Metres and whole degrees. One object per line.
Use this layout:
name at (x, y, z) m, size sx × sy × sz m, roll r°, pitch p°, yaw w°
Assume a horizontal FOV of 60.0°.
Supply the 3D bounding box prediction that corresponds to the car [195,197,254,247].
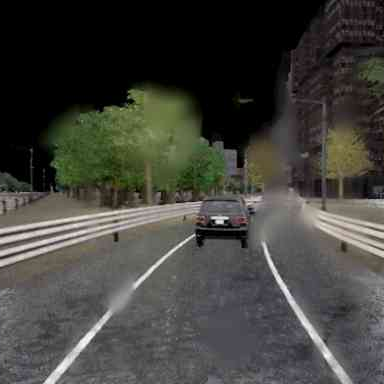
car at (1.575, 1.229, 15.263) m, size 2.150 × 2.045 × 5.566 m, roll 0°, pitch 0°, yaw 11°

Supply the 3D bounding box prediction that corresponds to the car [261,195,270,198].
car at (19.346, 1.499, 87.354) m, size 2.128 × 1.511 × 4.902 m, roll 0°, pitch 0°, yaw 2°

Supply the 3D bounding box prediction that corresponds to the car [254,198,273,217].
car at (6.476, 1.587, 31.597) m, size 1.994 × 1.385 × 4.181 m, roll 0°, pitch 0°, yaw 21°
